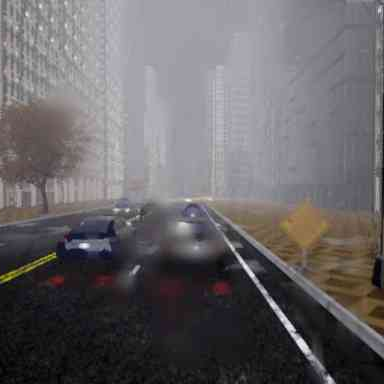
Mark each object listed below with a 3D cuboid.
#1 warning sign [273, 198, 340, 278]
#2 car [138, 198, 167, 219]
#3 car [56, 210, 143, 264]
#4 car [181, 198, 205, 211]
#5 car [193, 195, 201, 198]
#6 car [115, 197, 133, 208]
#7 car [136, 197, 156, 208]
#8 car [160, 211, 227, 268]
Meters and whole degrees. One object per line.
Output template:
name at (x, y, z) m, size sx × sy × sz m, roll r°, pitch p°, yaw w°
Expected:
warning sign at (2.860, 1.116, 8.453) m, size 1.300 × 1.860 × 1.060 m, roll 1°, pitch 1°, yaw 0°
car at (-3.185, 1.478, 28.054) m, size 1.882 × 1.535 × 5.008 m, roll 0°, pitch 0°, yaw 0°
car at (-3.180, 1.564, 11.892) m, size 1.994 × 1.385 × 4.181 m, roll 0°, pitch 0°, yaw 0°
car at (0.066, 1.526, 27.201) m, size 1.812 × 1.442 × 4.674 m, roll 0°, pitch 0°, yaw 0°
car at (1.101, 1.458, 74.667) m, size 1.801 × 1.575 × 5.366 m, roll 0°, pitch 0°, yaw 0°
car at (-9.851, 1.478, 48.557) m, size 1.882 × 1.535 × 5.008 m, roll 0°, pitch 0°, yaw 0°
car at (-6.602, 1.548, 48.398) m, size 2.033 × 1.411 × 5.357 m, roll 0°, pitch 0°, yaw 0°
car at (0.067, 1.564, 11.343) m, size 1.994 × 1.385 × 4.181 m, roll 0°, pitch 0°, yaw 0°
